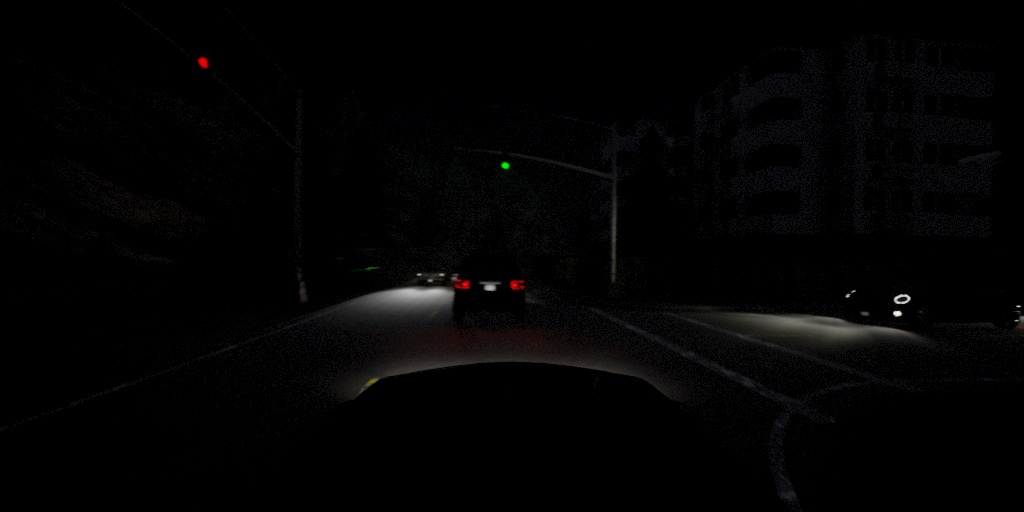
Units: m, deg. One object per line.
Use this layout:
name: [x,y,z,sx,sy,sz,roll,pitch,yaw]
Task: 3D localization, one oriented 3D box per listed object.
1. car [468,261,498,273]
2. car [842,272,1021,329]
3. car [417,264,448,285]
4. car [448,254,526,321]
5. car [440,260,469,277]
car: [-3.566,1.326,45.043,1.895,1.301,4.718,1,0,21]
car: [14.006,1.387,12.161,4.553,1.767,2.097,1,0,-5]
car: [-5.344,1.271,25.174,1.895,1.301,4.718,1,0,-3]
car: [-0.801,0.968,12.606,2.150,2.045,5.566,1,0,-4]
car: [-5.522,1.203,35.227,1.812,1.442,4.674,1,0,4]
